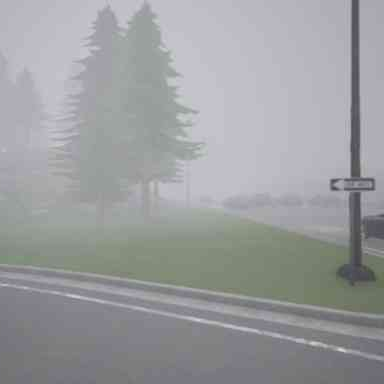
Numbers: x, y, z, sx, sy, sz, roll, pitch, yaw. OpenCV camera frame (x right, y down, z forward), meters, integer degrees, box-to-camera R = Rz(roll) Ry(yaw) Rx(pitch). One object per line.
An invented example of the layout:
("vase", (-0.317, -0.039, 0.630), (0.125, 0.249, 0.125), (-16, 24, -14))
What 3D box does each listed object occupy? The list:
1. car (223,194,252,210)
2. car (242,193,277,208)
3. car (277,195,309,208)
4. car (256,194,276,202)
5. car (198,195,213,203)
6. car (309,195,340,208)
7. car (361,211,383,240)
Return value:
("car", (4.829, 1.198, 37.234), (1.994, 1.385, 4.181), (0, 1, -8))
("car", (7.981, 0.943, 39.916), (2.097, 1.767, 4.553), (0, 0, -8))
("car", (11.519, 1.063, 39.902), (2.128, 1.511, 4.902), (0, 1, -8))
("car", (12.611, 1.012, 57.049), (1.895, 1.301, 4.718), (0, 1, -8))
("car", (2.217, 1.087, 55.566), (1.895, 1.301, 4.718), (0, 1, -8))
("car", (15.228, 1.065, 38.675), (1.837, 1.490, 4.892), (0, 1, -8))
("car", (8.305, 1.325, 12.838), (2.128, 1.511, 4.902), (0, 1, -8))
